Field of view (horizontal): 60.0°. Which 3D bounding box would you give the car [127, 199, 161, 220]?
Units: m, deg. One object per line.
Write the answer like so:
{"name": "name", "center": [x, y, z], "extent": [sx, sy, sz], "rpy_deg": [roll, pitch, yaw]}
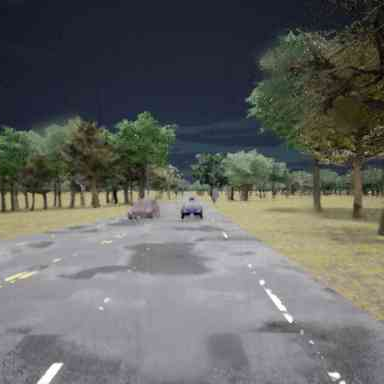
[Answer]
{"name": "car", "center": [-4.043, 1.409, 28.628], "extent": [2.097, 1.767, 4.553], "rpy_deg": [0, 0, 5]}

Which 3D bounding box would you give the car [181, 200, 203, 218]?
{"name": "car", "center": [-0.009, 1.670, 30.927], "extent": [1.895, 1.301, 4.718], "rpy_deg": [0, 0, 0]}
